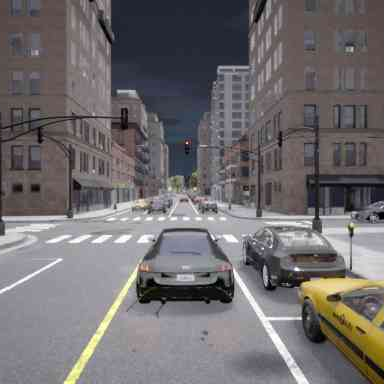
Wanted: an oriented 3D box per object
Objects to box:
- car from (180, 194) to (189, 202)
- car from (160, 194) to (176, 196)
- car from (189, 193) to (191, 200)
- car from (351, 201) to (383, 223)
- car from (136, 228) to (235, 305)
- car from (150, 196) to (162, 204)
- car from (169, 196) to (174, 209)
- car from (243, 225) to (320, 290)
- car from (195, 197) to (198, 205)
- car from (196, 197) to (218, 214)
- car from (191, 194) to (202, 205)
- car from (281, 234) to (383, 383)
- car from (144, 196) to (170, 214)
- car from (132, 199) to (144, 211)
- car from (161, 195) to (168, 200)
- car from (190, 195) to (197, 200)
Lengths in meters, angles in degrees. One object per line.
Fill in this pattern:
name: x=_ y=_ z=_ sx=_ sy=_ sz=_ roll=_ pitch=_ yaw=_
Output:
car: x=-1.772 y=1.586 z=74.305 sx=1.895 sy=1.301 sz=4.718 roll=0 pitch=0 yaw=-1
car: x=-4.180 y=1.543 z=56.247 sx=2.033 sy=1.411 sz=5.357 roll=0 pitch=0 yaw=-2
car: x=0.967 y=1.306 z=69.804 sx=2.192 sy=1.841 sz=5.009 roll=0 pitch=0 yaw=-1
car: x=13.942 y=1.402 z=23.791 sx=4.902 sy=1.511 sz=2.128 roll=0 pitch=0 yaw=-3
car: x=-0.167 y=1.564 z=8.187 sx=1.994 sy=1.385 sz=4.181 roll=0 pitch=0 yaw=-1
car: x=-6.917 y=1.544 z=63.925 sx=2.008 sy=1.369 sz=4.403 roll=0 pitch=0 yaw=-1
car: x=-3.929 y=1.562 z=45.882 sx=1.994 sy=1.385 sz=4.181 roll=0 pitch=0 yaw=-2
car: x=2.455 y=1.551 z=8.855 sx=2.008 sy=1.369 sz=4.403 roll=0 pitch=0 yaw=-1
car: x=1.659 y=1.580 z=41.403 sx=1.802 sy=1.307 sz=4.206 roll=0 pitch=0 yaw=-1
car: x=1.798 y=1.550 z=35.723 sx=2.008 sy=1.369 sz=4.403 roll=0 pitch=0 yaw=-1
car: x=1.244 y=1.435 z=58.443 sx=1.967 sy=1.590 sz=4.097 roll=0 pitch=0 yaw=-1
car: x=2.587 y=1.525 z=3.621 sx=1.752 sy=1.417 sz=4.829 roll=0 pitch=0 yaw=-1
car: x=-3.687 y=1.504 z=35.979 sx=1.837 sy=1.490 sz=4.892 roll=0 pitch=0 yaw=-1
car: x=-6.359 y=1.524 z=41.036 sx=1.752 sy=1.417 sz=4.829 roll=0 pitch=0 yaw=-1
car: x=-7.610 y=1.567 z=92.322 sx=1.802 sy=1.307 sz=4.206 roll=0 pitch=0 yaw=-1
car: x=0.409 y=1.510 z=92.694 sx=1.752 sy=1.417 sz=4.829 roll=0 pitch=0 yaw=-1
